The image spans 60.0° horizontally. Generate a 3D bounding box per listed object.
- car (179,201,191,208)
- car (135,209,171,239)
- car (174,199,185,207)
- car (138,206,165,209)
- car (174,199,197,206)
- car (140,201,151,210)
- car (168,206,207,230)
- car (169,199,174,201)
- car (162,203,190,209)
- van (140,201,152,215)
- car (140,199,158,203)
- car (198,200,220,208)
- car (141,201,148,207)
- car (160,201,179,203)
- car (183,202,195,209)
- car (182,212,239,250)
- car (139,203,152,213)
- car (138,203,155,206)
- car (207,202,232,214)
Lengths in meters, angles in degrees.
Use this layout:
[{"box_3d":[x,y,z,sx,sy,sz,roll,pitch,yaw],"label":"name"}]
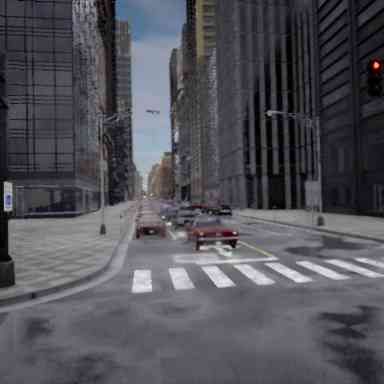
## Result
[{"box_3d":[-1.518,2.669,71.790,1.887,1.381,4.507,-1,-1,-8],"label":"car"},{"box_3d":[-2.545,1.974,20.471,1.887,1.381,4.507,-1,-1,-8],"label":"car"},{"box_3d":[-3.166,2.623,82.920,2.192,1.841,5.009,-1,-1,-8],"label":"car"},{"box_3d":[-3.344,2.056,25.867,1.752,1.417,4.829,-1,-1,-8],"label":"car"},{"box_3d":[-1.104,2.195,51.351,2.097,1.767,4.553,-1,-1,-9],"label":"car"},{"box_3d":[-9.128,2.657,64.982,1.967,1.590,4.097,-1,-1,-8],"label":"car"},{"box_3d":[-0.442,2.013,25.083,1.994,1.385,4.181,-1,-1,-8],"label":"car"},{"box_3d":[-2.543,2.500,61.087,2.128,1.511,4.902,-1,-1,-8],"label":"car"},{"box_3d":[-1.810,2.167,34.346,2.033,1.411,5.357,-1,-1,-9],"label":"car"},{"box_3d":[-6.662,2.275,48.293,1.690,1.788,3.998,-1,-1,-8],"label":"van"},{"box_3d":[-5.839,2.151,42.729,2.192,1.841,5.009,-1,-1,-8],"label":"car"},{"box_3d":[2.592,1.966,43.977,2.192,1.841,5.009,-1,-1,-8],"label":"car"},{"box_3d":[-12.418,3.128,87.234,1.887,1.381,4.507,-1,-1,-8],"label":"car"},{"box_3d":[-3.230,2.319,44.128,1.812,1.442,4.674,-1,-1,-8],"label":"car"},{"box_3d":[-0.694,2.614,66.227,1.802,1.307,4.206,-1,-1,-8],"label":"car"},{"box_3d":[0.852,1.882,16.147,1.895,1.301,4.718,-1,-1,-7],"label":"car"},{"box_3d":[-7.482,2.580,53.853,2.008,1.369,4.403,-1,-1,-8],"label":"car"},{"box_3d":[-5.013,2.282,37.162,1.887,1.381,4.507,-1,-1,-8],"label":"car"},{"box_3d":[3.419,2.118,38.410,1.947,1.339,4.313,-1,-1,-8],"label":"car"}]
